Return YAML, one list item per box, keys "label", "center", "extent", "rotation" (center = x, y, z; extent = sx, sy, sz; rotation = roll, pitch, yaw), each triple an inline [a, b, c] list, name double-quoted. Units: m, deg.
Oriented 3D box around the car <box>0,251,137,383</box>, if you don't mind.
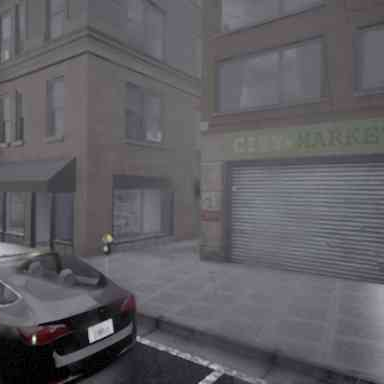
- label: "car"
  center: [-2.692, 1.561, 4.881]
  extent: [4.313, 1.339, 1.947]
  rotation: [0, 1, 36]
